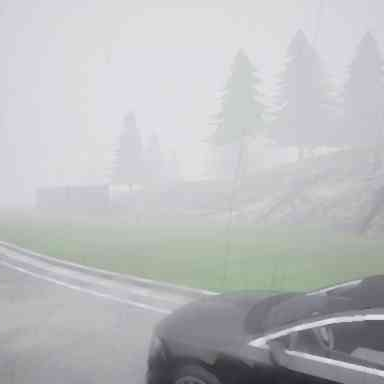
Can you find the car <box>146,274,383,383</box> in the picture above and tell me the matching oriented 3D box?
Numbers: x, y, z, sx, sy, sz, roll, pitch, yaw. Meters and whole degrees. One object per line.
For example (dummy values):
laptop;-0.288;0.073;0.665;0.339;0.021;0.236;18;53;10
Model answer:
car;1.761;1.491;2.731;4.902;1.511;2.128;-1;0;36
